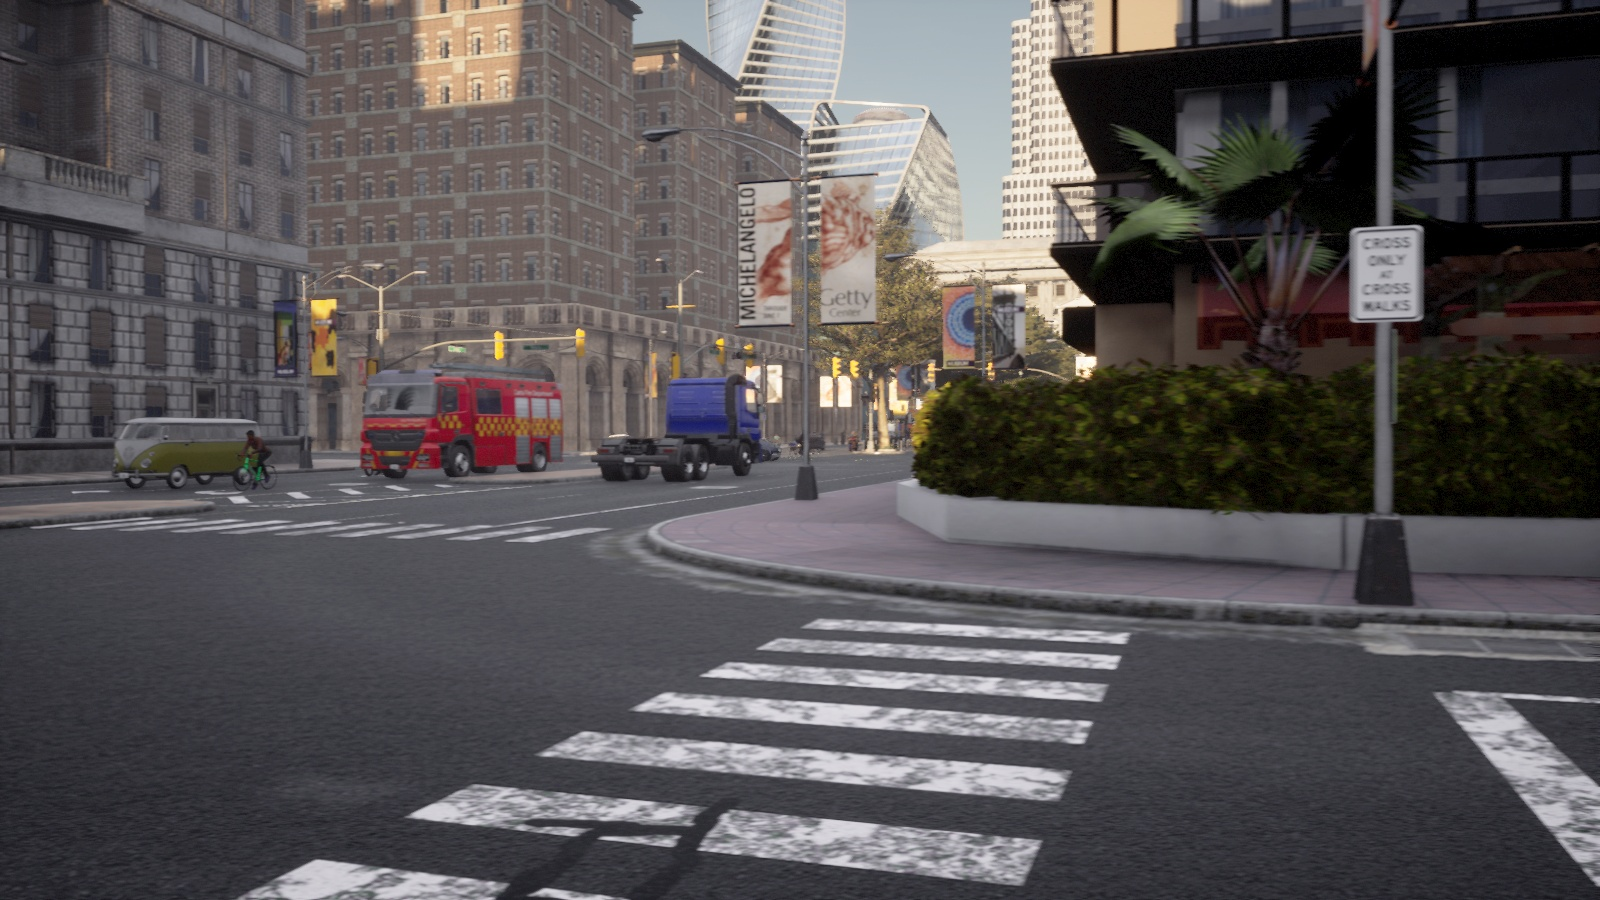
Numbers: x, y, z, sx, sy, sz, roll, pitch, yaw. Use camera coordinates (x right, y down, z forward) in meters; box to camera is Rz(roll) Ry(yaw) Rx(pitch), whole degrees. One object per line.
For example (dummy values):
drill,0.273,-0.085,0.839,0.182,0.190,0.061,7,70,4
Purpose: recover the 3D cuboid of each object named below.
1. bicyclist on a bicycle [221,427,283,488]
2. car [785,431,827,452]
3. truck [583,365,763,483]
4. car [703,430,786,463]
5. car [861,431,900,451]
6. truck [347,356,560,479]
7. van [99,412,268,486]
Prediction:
bicyclist on a bicycle,-14.765,0.181,33.868,0.582,1.620,1.656,1,1,18
car,0.472,-0.626,91.634,1.816,1.474,4.193,1,1,19
truck,-3.938,-0.830,41.208,2.891,3.462,7.936,1,1,18
car,-2.731,-0.195,61.820,3.705,1.549,1.789,0,1,18
car,6.347,-0.720,98.396,1.837,1.490,4.892,1,1,18
truck,-11.650,-1.077,43.359,2.891,3.827,8.468,1,1,18
van,-17.669,-0.068,36.244,1.775,1.987,4.442,1,1,18
